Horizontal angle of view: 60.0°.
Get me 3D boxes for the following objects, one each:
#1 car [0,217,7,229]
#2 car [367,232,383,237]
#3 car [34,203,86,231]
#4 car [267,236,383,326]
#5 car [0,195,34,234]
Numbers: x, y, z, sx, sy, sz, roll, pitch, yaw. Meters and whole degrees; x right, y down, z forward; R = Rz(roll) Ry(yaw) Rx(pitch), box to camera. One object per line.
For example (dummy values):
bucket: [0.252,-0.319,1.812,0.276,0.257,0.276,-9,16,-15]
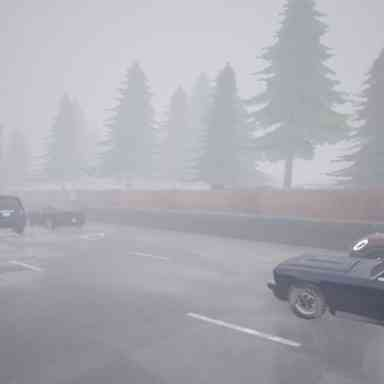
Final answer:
car: [-8.092,1.508,10.570,5.357,1.411,2.033,0,0,41]
car: [6.346,1.383,8.156,4.553,1.767,2.097,0,0,35]
car: [-8.420,1.435,20.345,5.008,1.535,1.882,0,0,43]
car: [3.767,1.619,5.665,4.718,1.301,1.895,0,0,36]
car: [-10.807,1.168,17.757,5.566,2.045,2.150,0,0,43]
